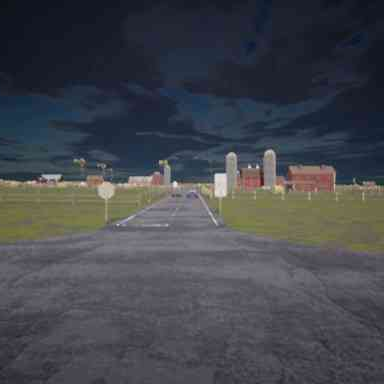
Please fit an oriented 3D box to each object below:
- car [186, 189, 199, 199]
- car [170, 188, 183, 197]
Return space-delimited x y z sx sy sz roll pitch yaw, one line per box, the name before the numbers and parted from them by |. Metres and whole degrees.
car | 0.070 0.279 53.366 1.812 1.442 4.674 0 1 0
car | -2.675 0.142 58.403 1.837 1.490 4.892 0 1 0
